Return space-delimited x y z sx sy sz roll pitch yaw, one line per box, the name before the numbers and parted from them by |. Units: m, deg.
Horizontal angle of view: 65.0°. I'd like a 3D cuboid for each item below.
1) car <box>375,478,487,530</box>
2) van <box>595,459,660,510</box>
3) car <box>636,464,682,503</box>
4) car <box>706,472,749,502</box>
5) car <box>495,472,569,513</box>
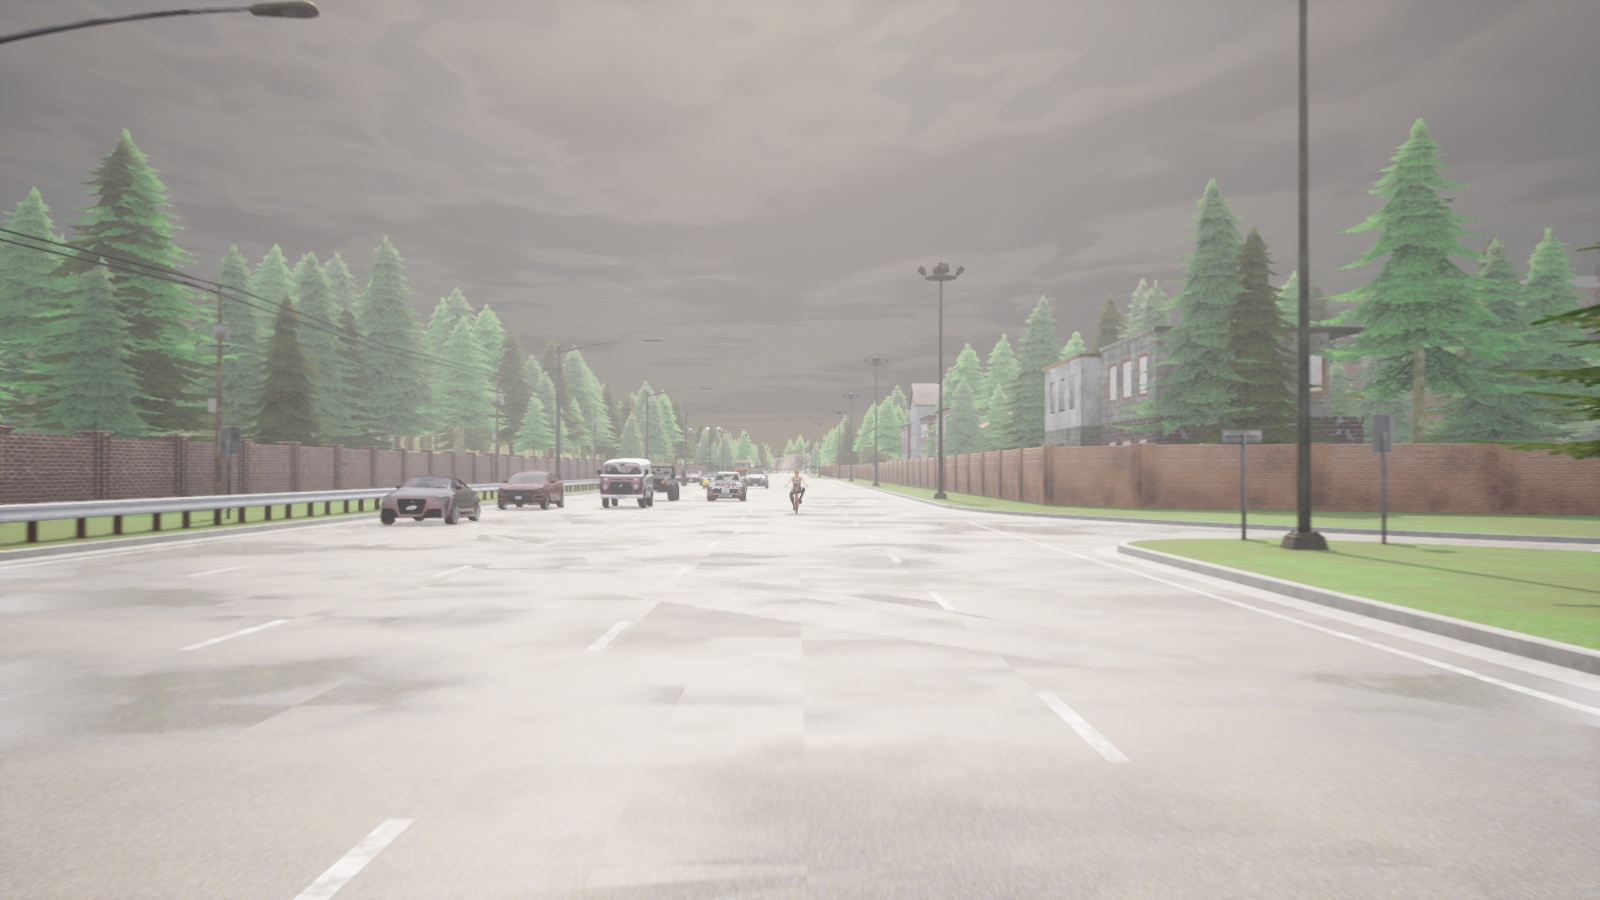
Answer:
car | -10.588 1.515 36.345 1.994 1.385 4.181 0 -1 0
van | -7.127 1.420 52.286 2.069 2.038 4.480 0 -1 0
car | -7.155 1.683 63.898 1.905 1.878 3.866 0 -1 0
car | -3.654 1.836 63.759 1.970 1.475 3.806 0 -1 0
car | -10.621 1.652 50.049 1.882 1.535 5.008 0 -1 0
